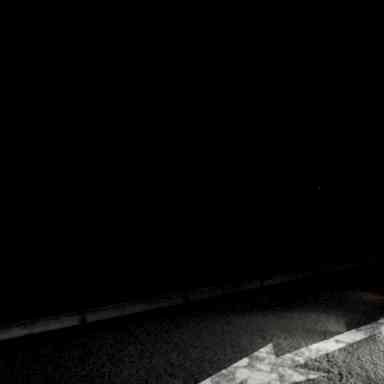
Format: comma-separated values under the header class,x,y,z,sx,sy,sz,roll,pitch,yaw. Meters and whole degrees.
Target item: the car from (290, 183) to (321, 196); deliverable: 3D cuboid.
class,x,y,z,sx,sy,sz,roll,pitch,yaw
car,13.769,-0.380,41.512,2.128,1.511,4.902,1,3,-30
